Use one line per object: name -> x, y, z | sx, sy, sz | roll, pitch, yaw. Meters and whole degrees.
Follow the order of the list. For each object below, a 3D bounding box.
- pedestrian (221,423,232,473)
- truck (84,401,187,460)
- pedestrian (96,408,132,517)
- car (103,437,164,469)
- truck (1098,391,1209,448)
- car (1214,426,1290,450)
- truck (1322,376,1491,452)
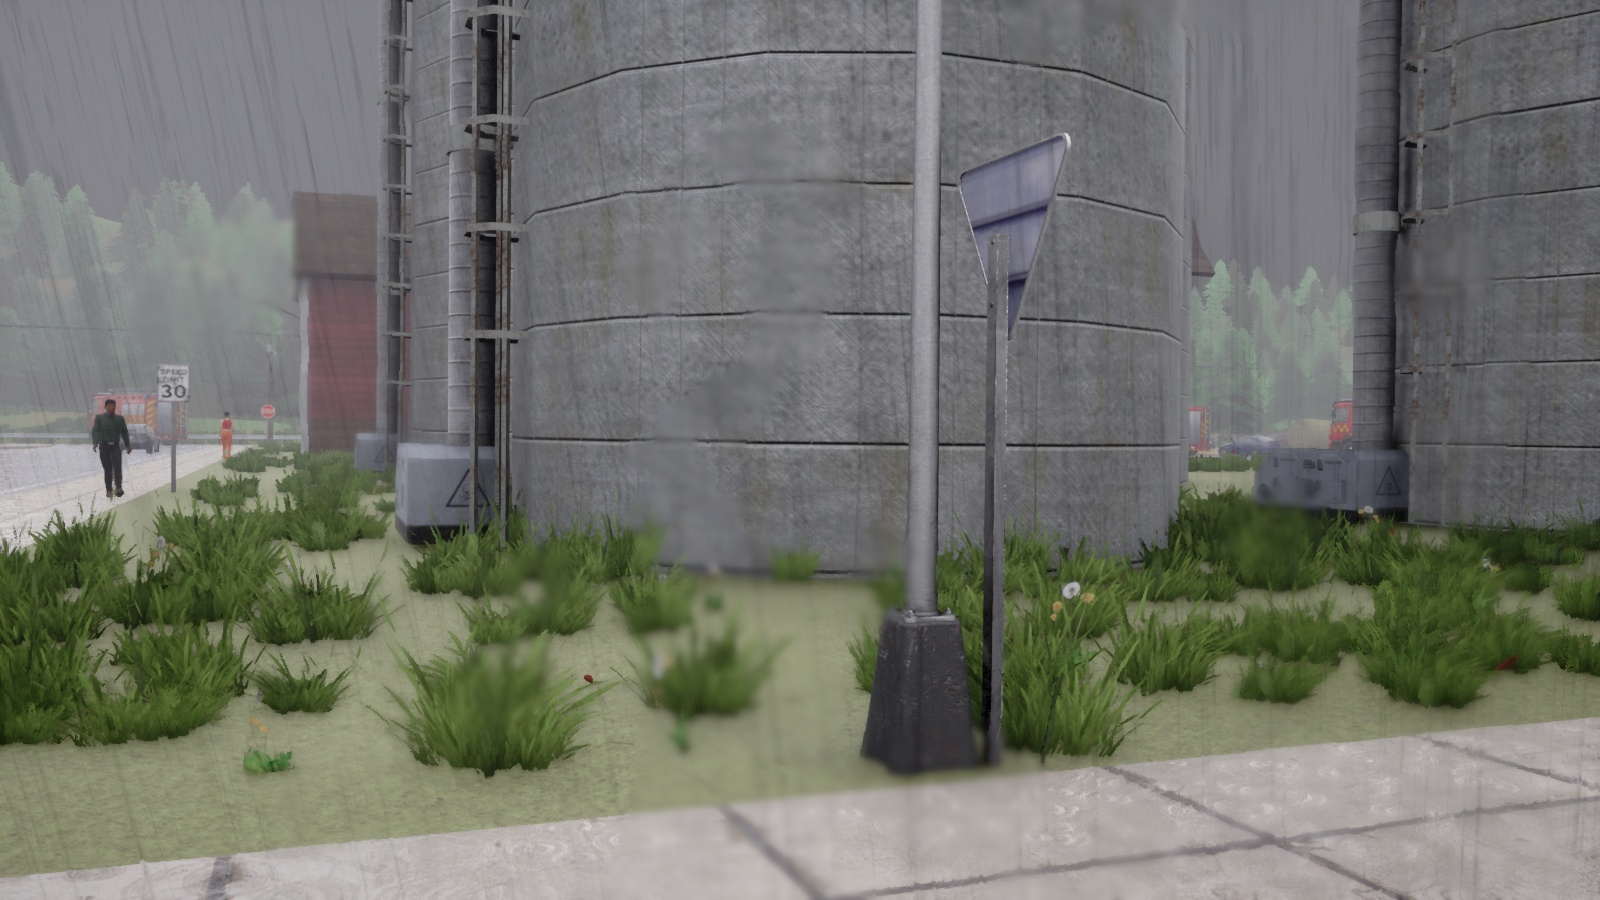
pedestrian -> -21.295, -0.077, 46.637 | 0.345, 1.836, 0.594 | -1, 1, -24
truck -> -45.158, -1.267, 85.250 | 8.468, 3.827, 2.891 | 0, 1, 38
pedestrian -> -12.433, 0.218, 22.743 | 0.423, 1.949, 0.788 | -1, 1, -38
car -> -33.191, 0.137, 62.643 | 2.163, 1.488, 4.792 | -1, 1, -22
truck -> 24.537, -2.088, 87.621 | 2.891, 3.827, 8.468 | -1, 1, -22
car -> 28.201, -0.784, 78.468 | 1.812, 1.442, 4.674 | -1, 1, -21
truck -> 32.460, -1.860, 67.723 | 2.891, 3.827, 8.468 | 0, 1, -22
